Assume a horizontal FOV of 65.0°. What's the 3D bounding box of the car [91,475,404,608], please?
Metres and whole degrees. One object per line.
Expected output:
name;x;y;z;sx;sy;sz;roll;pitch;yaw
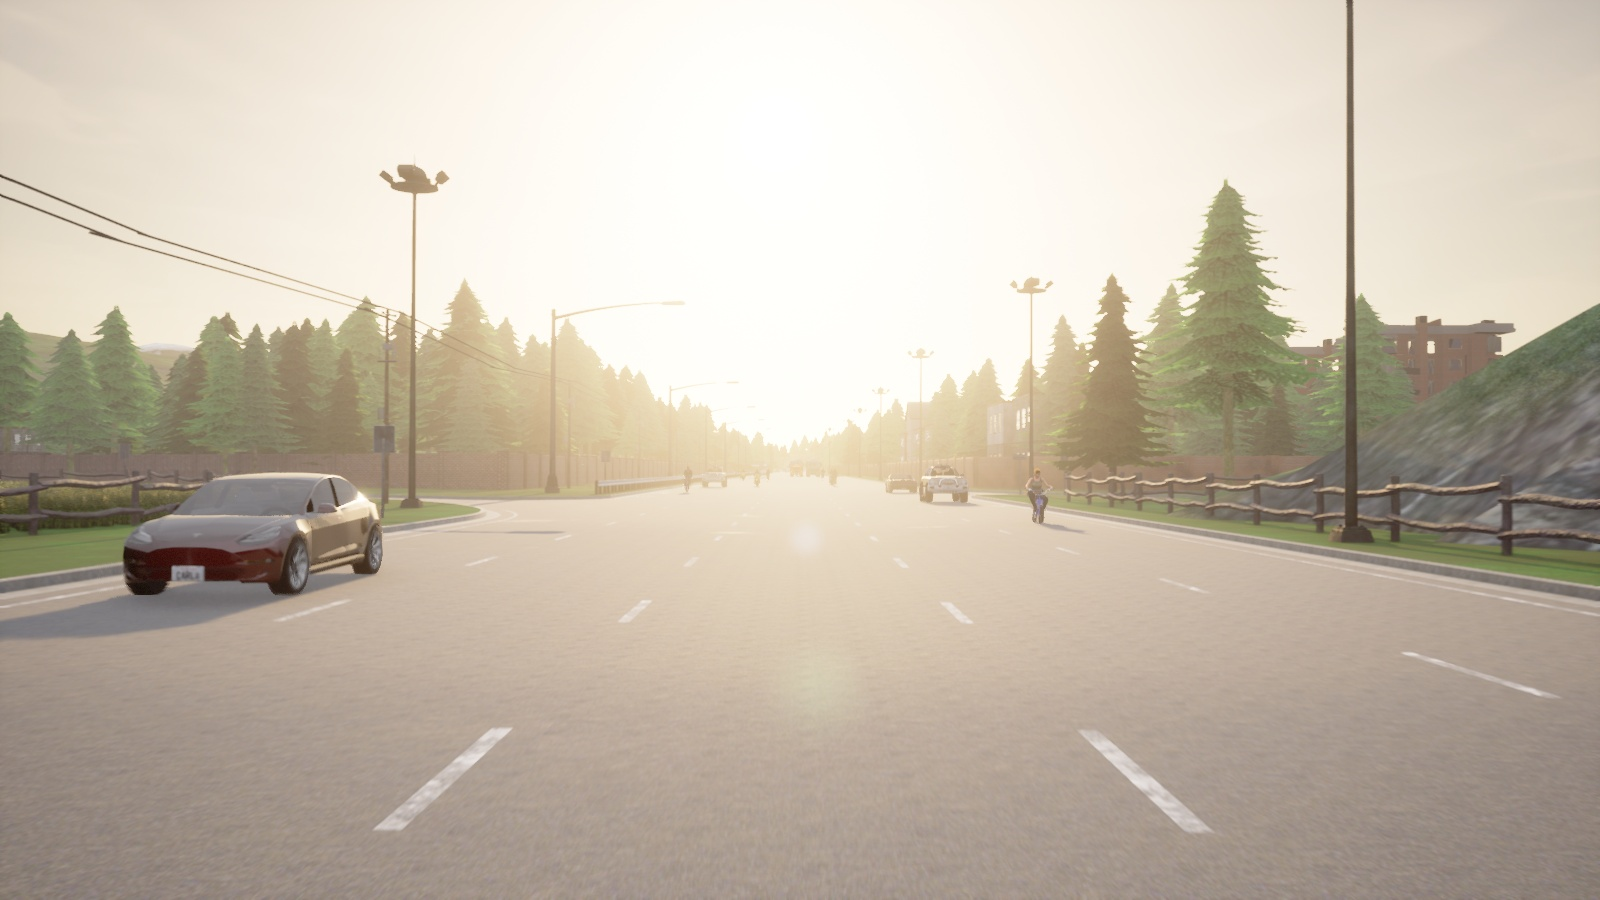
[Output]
car;-7.068;1.094;16.747;2.163;1.488;4.792;0;-1;-1

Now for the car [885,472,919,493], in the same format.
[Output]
car;6.786;2.159;83.902;1.895;1.301;4.718;0;-1;0

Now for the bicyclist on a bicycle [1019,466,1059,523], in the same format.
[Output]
bicyclist on a bicycle;6.911;1.274;36.429;0.866;1.612;1.509;0;-1;0

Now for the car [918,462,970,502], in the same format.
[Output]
car;6.846;1.514;59.994;1.932;1.855;4.605;0;-1;0
